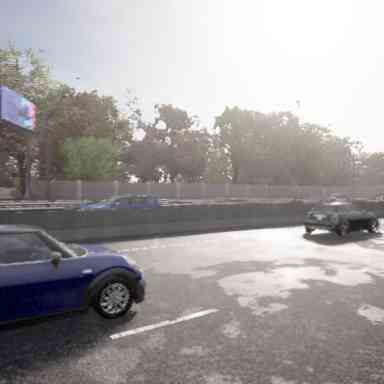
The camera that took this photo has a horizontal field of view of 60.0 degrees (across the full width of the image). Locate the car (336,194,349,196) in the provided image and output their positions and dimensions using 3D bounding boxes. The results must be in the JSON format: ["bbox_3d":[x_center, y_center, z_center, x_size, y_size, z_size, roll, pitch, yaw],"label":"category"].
[{"bbox_3d":[24.327,1.303,55.662,5.566,2.045,2.150,0,0,-35],"label":"car"}]

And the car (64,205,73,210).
[{"bbox_3d":[-9.594,1.506,31.541,4.892,1.490,1.837,0,0,-35],"label":"car"}]

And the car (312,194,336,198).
[{"bbox_3d":[17.546,1.406,46.570,4.553,1.767,2.097,0,0,-35],"label":"car"}]

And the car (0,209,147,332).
[{"bbox_3d":[-3.086,1.352,5.843,4.553,1.767,2.097,0,0,-36],"label":"car"}]

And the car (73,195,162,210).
[{"bbox_3d":[-4.632,1.221,22.187,5.566,2.045,2.150,0,0,-35],"label":"car"}]

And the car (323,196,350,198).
[{"bbox_3d":[19.601,1.616,43.723,4.181,1.385,1.994,0,0,-35],"label":"car"}]

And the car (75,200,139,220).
[{"bbox_3d":[-7.320,1.493,28.865,4.902,1.511,2.128,0,0,-35],"label":"car"}]

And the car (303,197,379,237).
[{"bbox_3d":[8.263,1.361,18.246,4.553,1.767,2.097,0,0,-36],"label":"car"}]

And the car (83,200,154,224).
[{"bbox_3d":[-5.622,1.479,25.778,5.008,1.535,1.882,0,0,-35],"label":"car"}]

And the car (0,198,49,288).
[{"bbox_3d":[-6.521,1.221,7.693,5.566,2.045,2.150,0,0,-36],"label":"car"}]
